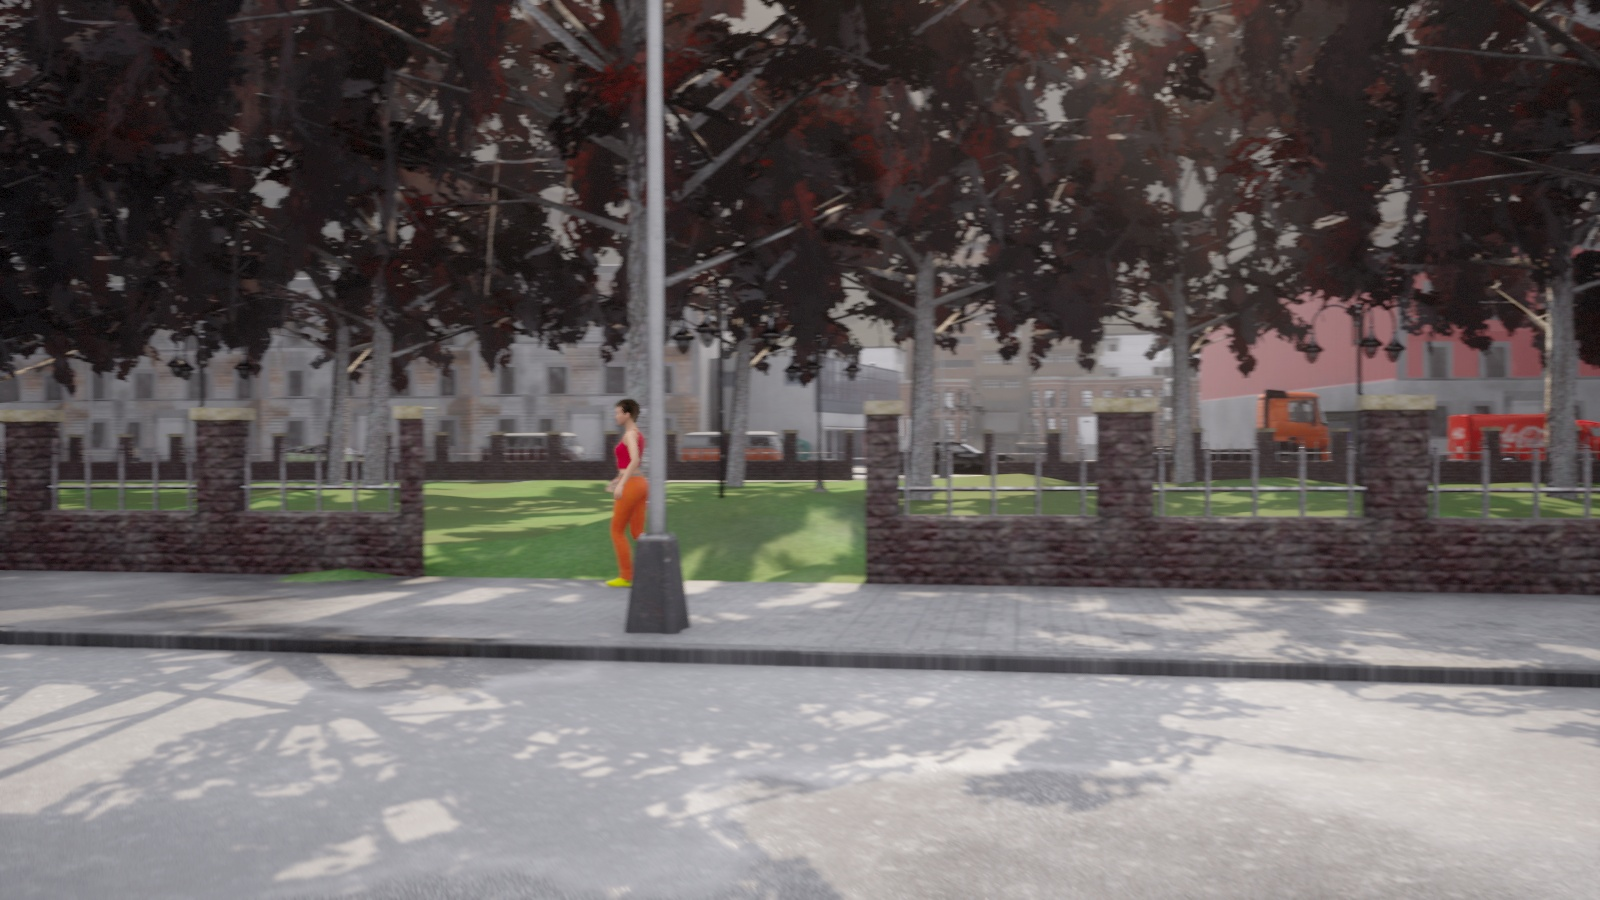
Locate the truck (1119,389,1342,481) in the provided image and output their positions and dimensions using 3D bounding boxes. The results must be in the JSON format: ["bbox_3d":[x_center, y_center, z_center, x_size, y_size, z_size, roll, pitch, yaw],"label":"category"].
[{"bbox_3d":[16.678,-0.570,49.229,7.936,3.462,2.891,0,0,11],"label":"truck"}]

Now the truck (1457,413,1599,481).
[{"bbox_3d":[27.898,-0.098,47.149,5.204,2.467,2.627,0,0,11],"label":"truck"}]

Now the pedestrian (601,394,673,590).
[{"bbox_3d":[-1.556,0.392,12.006,0.594,1.836,0.345,0,0,11],"label":"pedestrian"}]

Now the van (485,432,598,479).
[{"bbox_3d":[-11.185,0.221,54.398,4.442,1.987,1.775,0,0,10],"label":"van"}]

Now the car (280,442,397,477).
[{"bbox_3d":[-20.594,0.434,56.133,4.514,1.525,2.007,0,0,10],"label":"car"}]

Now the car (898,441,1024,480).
[{"bbox_3d":[6.583,0.410,51.110,5.008,1.535,1.882,0,0,11],"label":"car"}]

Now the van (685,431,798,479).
[{"bbox_3d":[-2.444,0.203,52.784,4.442,1.987,1.775,0,0,10],"label":"van"}]
